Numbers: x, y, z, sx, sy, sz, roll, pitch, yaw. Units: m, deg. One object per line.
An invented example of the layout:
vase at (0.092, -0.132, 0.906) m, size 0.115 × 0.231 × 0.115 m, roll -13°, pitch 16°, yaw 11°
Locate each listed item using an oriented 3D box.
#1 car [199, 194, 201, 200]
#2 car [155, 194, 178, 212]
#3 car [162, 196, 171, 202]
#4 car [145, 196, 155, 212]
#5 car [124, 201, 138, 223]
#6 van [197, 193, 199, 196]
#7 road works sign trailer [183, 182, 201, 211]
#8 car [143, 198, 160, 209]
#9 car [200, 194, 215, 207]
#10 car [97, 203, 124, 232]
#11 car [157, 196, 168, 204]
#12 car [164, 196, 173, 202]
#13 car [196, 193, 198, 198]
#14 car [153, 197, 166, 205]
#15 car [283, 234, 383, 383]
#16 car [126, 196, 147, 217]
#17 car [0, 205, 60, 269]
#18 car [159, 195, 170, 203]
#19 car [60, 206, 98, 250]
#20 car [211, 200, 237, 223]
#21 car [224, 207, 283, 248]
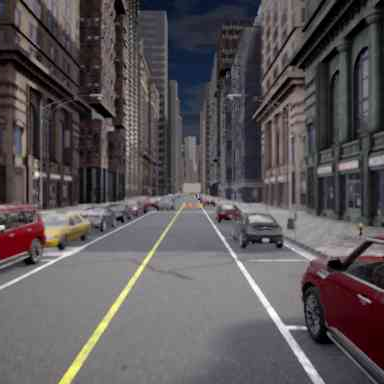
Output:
car at (2.744, 1.607, 65.212) m, size 1.752 × 1.417 × 4.829 m, roll 0°, pitch 0°, yaw 0°
car at (-3.105, 1.400, 40.366) m, size 2.097 × 1.767 × 4.553 m, roll 0°, pitch 0°, yaw 0°
car at (-5.785, 1.642, 76.235) m, size 1.887 × 1.381 × 4.507 m, roll 0°, pitch 0°, yaw 0°
car at (-5.771, 1.360, 37.023) m, size 2.192 × 1.841 × 5.009 m, roll 0°, pitch 0°, yaw 0°
car at (-5.768, 1.597, 25.819) m, size 1.947 × 1.339 × 4.313 m, roll 0°, pitch 0°, yaw 0°
van at (2.739, 1.446, 81.849) m, size 1.690 × 1.788 × 3.998 m, roll 0°, pitch 0°, yaw 0°
road works sign trailer at (-0.014, 0.516, 42.519) m, size 2.380 × 3.560 × 2.880 m, roll 0°, pitch 0°, yaw 0°
car at (-5.776, 1.604, 48.226) m, size 1.887 × 1.381 × 4.507 m, roll 0°, pitch 0°, yaw 0°
car at (2.748, 1.507, 53.838) m, size 1.967 × 1.590 × 4.097 m, roll 0°, pitch 0°, yaw 0°
car at (-5.766, 1.575, 20.217) m, size 2.008 × 1.369 × 4.403 m, roll 0°, pitch 0°, yaw 0°
car at (-5.781, 1.607, 64.862) m, size 1.752 × 1.417 × 4.829 m, roll 0°, pitch 0°, yaw 0°
car at (-5.787, 1.650, 81.838) m, size 1.887 × 1.381 × 4.507 m, roll 0°, pitch 0°, yaw 0°
car at (2.735, 1.665, 93.054) m, size 1.887 × 1.381 × 4.507 m, roll 0°, pitch 0°, yaw 0°
car at (-5.779, 1.656, 59.430) m, size 1.802 × 1.307 × 4.206 m, roll 0°, pitch 0°, yaw 0°
car at (2.766, 1.319, 3.419) m, size 2.192 × 1.841 × 5.009 m, roll 0°, pitch 0°, yaw 0°
car at (-5.769, 1.478, 31.421) m, size 1.967 × 1.590 × 4.097 m, roll 0°, pitch 0°, yaw 0°
car at (-5.761, 1.326, 9.014) m, size 2.192 × 1.841 × 5.009 m, roll 0°, pitch 0°, yaw 0°
car at (-5.783, 1.530, 70.634) m, size 1.967 × 1.590 × 4.097 m, roll 0°, pitch 0°, yaw 0°
car at (-5.764, 1.543, 14.446) m, size 1.752 × 1.417 × 4.829 m, roll 0°, pitch 0°, yaw 0°
car at (2.757, 1.576, 25.828) m, size 1.887 × 1.381 × 4.507 m, roll 0°, pitch 0°, yaw 0°
car at (2.761, 1.568, 14.623) m, size 2.008 × 1.369 × 4.403 m, roll 0°, pitch 0°, yaw 0°
